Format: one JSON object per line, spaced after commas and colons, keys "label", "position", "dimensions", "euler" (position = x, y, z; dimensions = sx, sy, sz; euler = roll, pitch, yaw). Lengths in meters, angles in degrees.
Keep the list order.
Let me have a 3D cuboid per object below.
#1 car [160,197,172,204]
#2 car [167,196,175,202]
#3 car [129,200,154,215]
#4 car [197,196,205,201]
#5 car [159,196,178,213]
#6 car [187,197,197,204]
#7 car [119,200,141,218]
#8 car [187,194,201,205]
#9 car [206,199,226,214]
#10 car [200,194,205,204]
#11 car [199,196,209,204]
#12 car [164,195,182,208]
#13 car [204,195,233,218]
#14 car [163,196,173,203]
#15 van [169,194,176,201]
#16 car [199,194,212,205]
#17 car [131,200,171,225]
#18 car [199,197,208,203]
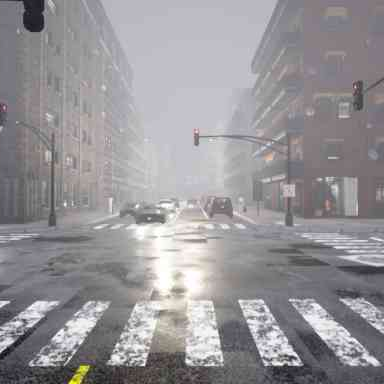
{"label": "car", "position": [-5.373, 1.669, 69.069], "dimensions": [2.008, 1.369, 4.403], "euler": [1, 0, 0]}
{"label": "car", "position": [-5.390, 1.767, 85.759], "dimensions": [2.008, 1.369, 4.403], "euler": [1, 0, 0]}
{"label": "car", "position": [-5.335, 1.582, 35.697], "dimensions": [1.947, 1.339, 4.313], "euler": [1, 0, 0]}
{"label": "car", "position": [2.484, 1.816, 91.364], "dimensions": [1.947, 1.339, 4.313], "euler": [1, 0, 0]}
{"label": "car", "position": [-2.867, 1.543, 36.757], "dimensions": [1.812, 1.442, 4.674], "euler": [0, 0, 1]}
{"label": "car", "position": [-0.008, 1.687, 70.385], "dimensions": [1.994, 1.385, 4.181], "euler": [0, 0, 0]}
{"label": "car", "position": [-5.329, 1.578, 30.136], "dimensions": [1.947, 1.339, 4.313], "euler": [1, 0, 0]}
{"label": "car", "position": [0.039, 1.567, 60.150], "dimensions": [2.128, 1.511, 4.902], "euler": [0, 0, 0]}
{"label": "car", "position": [2.545, 1.541, 35.919], "dimensions": [1.752, 1.417, 4.829], "euler": [1, 0, 0]}
{"label": "car", "position": [2.542, 1.337, 41.315], "dimensions": [2.192, 1.841, 5.009], "euler": [1, 0, 0]}
{"label": "car", "position": [2.509, 1.558, 69.112], "dimensions": [1.967, 1.590, 4.097], "euler": [1, 0, 0]}
{"label": "car", "position": [-2.823, 1.564, 49.242], "dimensions": [1.812, 1.442, 4.674], "euler": [0, 0, 1]}
{"label": "car", "position": [2.555, 1.327, 30.190], "dimensions": [2.192, 1.841, 5.009], "euler": [1, 0, 0]}
{"label": "car", "position": [-5.378, 1.673, 74.461], "dimensions": [1.752, 1.417, 4.829], "euler": [1, 0, 0]}
{"label": "van", "position": [-5.393, 1.591, 91.325], "dimensions": [1.690, 1.788, 3.998], "euler": [1, 0, 0]}
{"label": "car", "position": [2.517, 1.404, 63.549], "dimensions": [2.192, 1.841, 5.009], "euler": [1, 0, 0]}
{"label": "car", "position": [-2.871, 1.585, 24.253], "dimensions": [1.994, 1.385, 4.181], "euler": [0, 1, 0]}
{"label": "car", "position": [2.501, 1.731, 74.672], "dimensions": [1.802, 1.307, 4.206], "euler": [1, 0, 0]}
